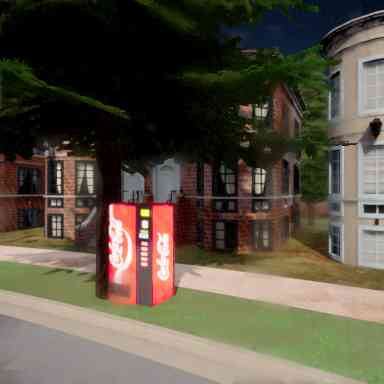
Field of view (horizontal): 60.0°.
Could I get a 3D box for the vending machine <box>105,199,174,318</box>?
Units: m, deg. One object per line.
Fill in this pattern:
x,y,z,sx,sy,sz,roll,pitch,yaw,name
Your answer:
-1.018,1.195,6.631,0.880,2.100,1.100,0,0,30,vending machine
